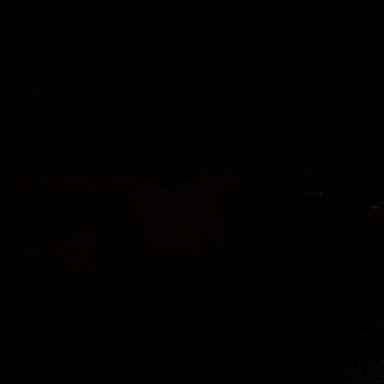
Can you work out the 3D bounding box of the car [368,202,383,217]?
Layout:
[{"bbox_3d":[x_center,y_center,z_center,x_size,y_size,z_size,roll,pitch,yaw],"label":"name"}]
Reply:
[{"bbox_3d":[18.015,1.611,30.400,1.882,1.535,5.008,0,0,3],"label":"car"}]
